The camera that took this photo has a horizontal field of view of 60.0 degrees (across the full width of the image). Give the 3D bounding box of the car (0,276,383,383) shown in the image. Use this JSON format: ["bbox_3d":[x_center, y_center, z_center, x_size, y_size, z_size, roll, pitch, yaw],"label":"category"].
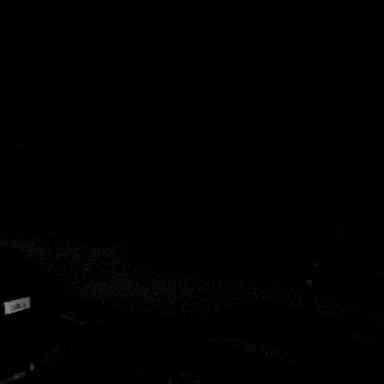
[{"bbox_3d":[0.379,1.581,2.539,4.206,1.307,1.802,0,0,35],"label":"car"}]

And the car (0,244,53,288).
[{"bbox_3d":[-4.028,1.558,5.681,4.313,1.339,1.947,0,0,35],"label":"car"}]
